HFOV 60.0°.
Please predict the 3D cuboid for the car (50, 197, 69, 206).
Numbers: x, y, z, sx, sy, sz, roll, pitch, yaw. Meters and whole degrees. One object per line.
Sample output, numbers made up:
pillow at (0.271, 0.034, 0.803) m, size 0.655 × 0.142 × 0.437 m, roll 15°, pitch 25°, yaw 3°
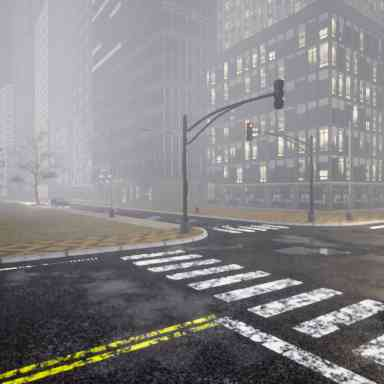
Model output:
car at (-21.667, 1.553, 54.250) m, size 2.033 × 1.411 × 5.357 m, roll 0°, pitch 0°, yaw -35°
